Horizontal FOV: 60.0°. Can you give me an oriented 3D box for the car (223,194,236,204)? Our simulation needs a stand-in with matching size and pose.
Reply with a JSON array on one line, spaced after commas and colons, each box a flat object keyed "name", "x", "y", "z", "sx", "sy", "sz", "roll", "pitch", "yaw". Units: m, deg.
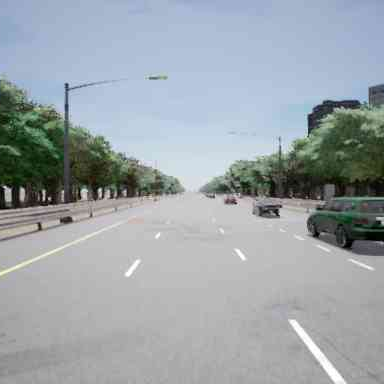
[{"name": "car", "x": 6.997, "y": 1.371, "z": 62.131, "sx": 2.097, "sy": 1.767, "sz": 4.553, "roll": 0, "pitch": 0, "yaw": 0}]

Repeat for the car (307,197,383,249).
[{"name": "car", "x": 6.998, "y": 1.224, "z": 14.727, "sx": 2.150, "sy": 2.045, "sz": 5.566, "roll": 0, "pitch": 0, "yaw": 0}]

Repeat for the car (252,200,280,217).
[{"name": "car", "x": 6.997, "y": 1.511, "z": 31.820, "sx": 1.837, "sy": 1.490, "sz": 4.892, "roll": 0, "pitch": 0, "yaw": 0}]
